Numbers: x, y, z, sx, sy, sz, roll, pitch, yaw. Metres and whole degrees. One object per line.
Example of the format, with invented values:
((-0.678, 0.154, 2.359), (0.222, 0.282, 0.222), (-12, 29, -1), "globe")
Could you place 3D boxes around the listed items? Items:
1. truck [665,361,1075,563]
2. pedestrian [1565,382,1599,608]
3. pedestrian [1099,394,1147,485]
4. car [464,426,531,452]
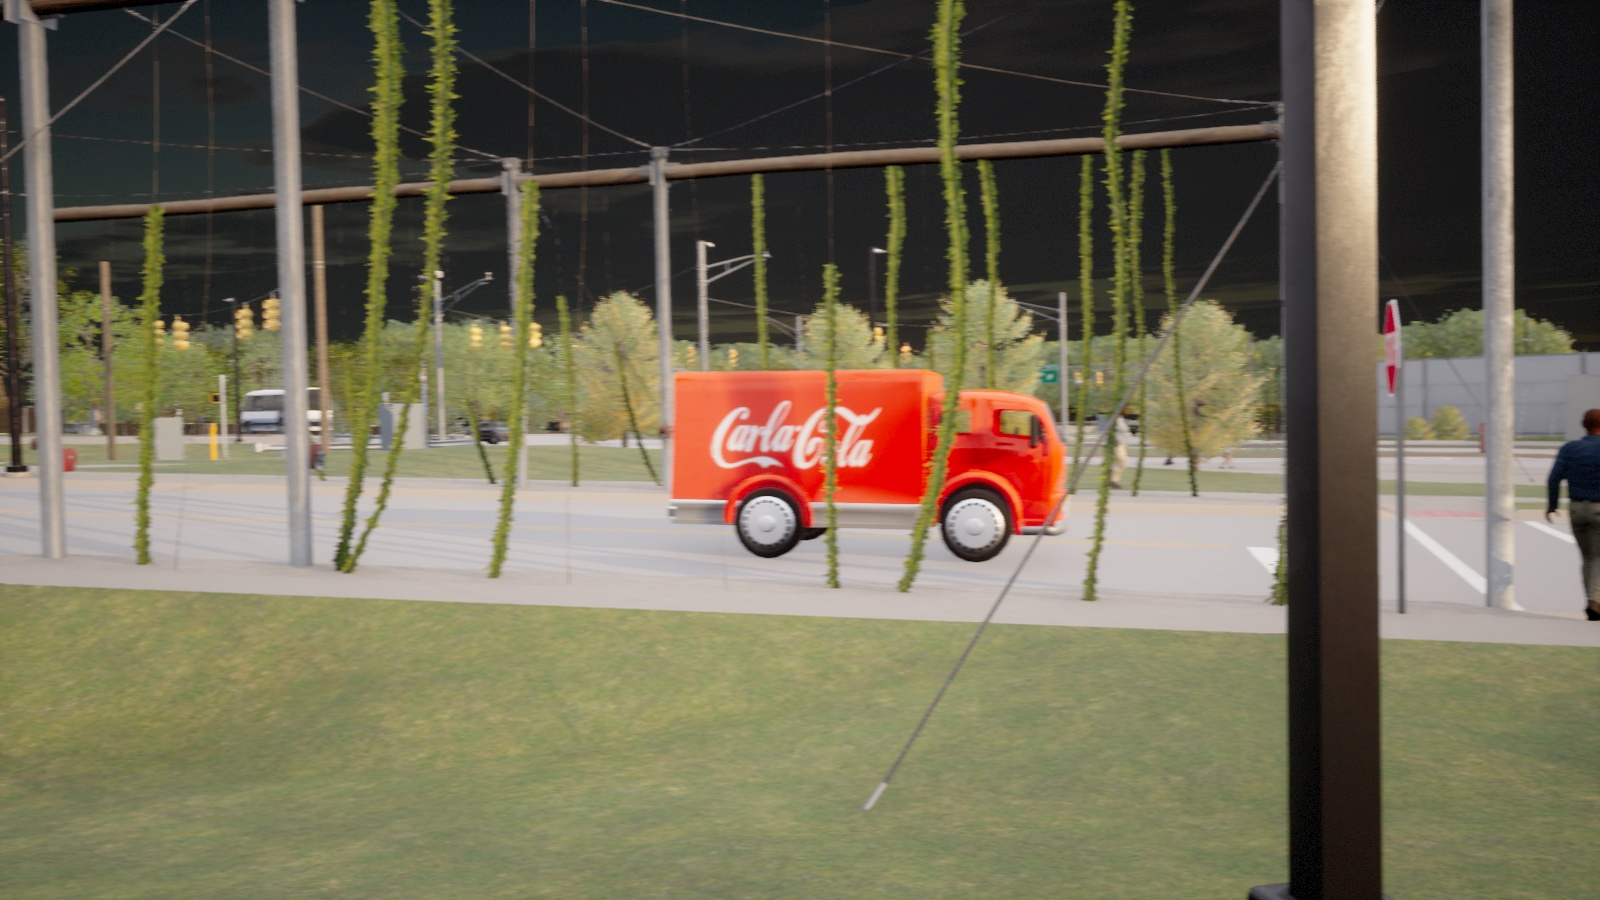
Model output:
((1.084, 0.124, 17.205), (5.204, 2.467, 2.627), (-1, 2, 13), "truck")
((6.718, 0.355, 10.487), (0.370, 1.835, 0.726), (-1, 3, 45), "pedestrian")
((6.829, -0.229, 26.597), (0.900, 1.855, 0.874), (-2, 2, 13), "pedestrian")
((-18.174, -0.647, 75.350), (4.193, 1.474, 1.816), (-1, 1, 42), "car")
